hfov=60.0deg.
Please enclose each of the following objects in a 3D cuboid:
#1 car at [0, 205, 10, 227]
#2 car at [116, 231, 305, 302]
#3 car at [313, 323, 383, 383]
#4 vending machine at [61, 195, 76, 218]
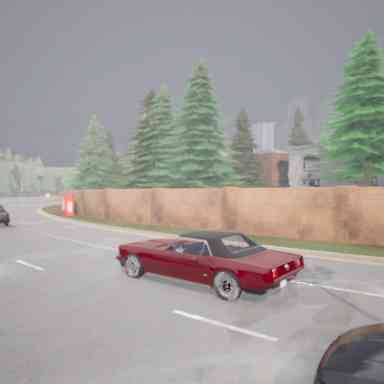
[{"bbox_3d":[-13.875,1.569,22.823,2.128,1.511,4.902,0,0,-39],"label":"car"},{"bbox_3d":[0.205,1.640,8.411,4.718,1.301,1.895,0,0,39],"label":"car"},{"bbox_3d":[3.226,1.519,1.822,4.892,1.490,1.837,0,0,34],"label":"car"},{"bbox_3d":[-11.703,1.315,31.455,1.100,2.100,0.880,0,0,-34],"label":"vending machine"}]
